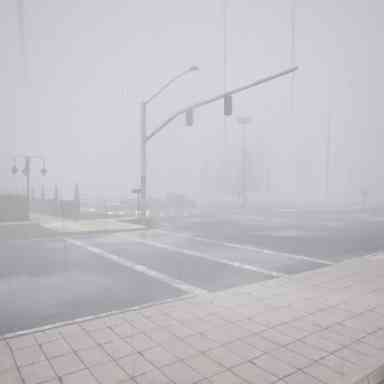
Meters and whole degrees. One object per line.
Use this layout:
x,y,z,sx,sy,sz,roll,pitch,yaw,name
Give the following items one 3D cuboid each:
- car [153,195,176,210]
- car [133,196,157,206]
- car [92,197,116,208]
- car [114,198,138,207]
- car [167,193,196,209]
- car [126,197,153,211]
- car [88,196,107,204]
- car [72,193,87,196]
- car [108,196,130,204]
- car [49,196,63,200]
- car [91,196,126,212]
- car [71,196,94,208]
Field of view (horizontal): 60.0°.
-4.510,1.505,44.014,1.837,1.490,4.892,0,0,-36,car
-7.676,1.505,54.301,1.837,1.490,4.892,0,0,-36,car
-13.362,1.505,50.214,1.837,1.490,4.892,0,0,-36,car
-10.480,1.601,52.200,1.895,1.301,4.718,0,0,-36,car
-1.691,1.221,46.092,2.150,2.045,5.566,0,0,-36,car
-7.456,1.547,42.116,2.033,1.411,5.357,0,0,-36,car
-17.711,1.506,62.189,1.837,1.490,4.892,0,0,-36,car
-19.649,1.221,58.882,2.150,2.045,5.566,0,0,-36,car
-13.839,1.547,62.814,2.033,1.411,5.357,0,0,-36,car
-24.223,1.505,59.239,1.837,1.490,4.892,0,0,-36,car
-10.037,1.526,39.719,1.812,1.442,4.674,0,0,-36,car
-15.903,1.601,47.755,1.895,1.301,4.718,0,0,-36,car
